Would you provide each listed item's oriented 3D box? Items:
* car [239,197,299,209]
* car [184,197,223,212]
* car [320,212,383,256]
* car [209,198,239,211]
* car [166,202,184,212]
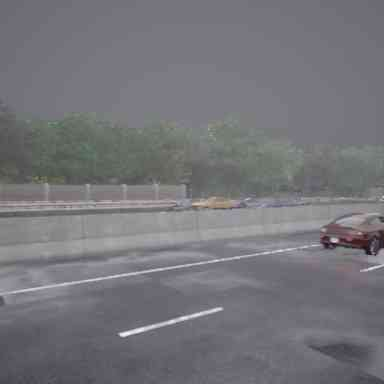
[{"bbox_3d":[6.150,1.075,25.439,4.553,1.767,2.097,0,0,-35],"label":"car"},{"bbox_3d":[2.064,1.199,31.123,5.008,1.535,1.882,0,0,-35],"label":"car"},{"bbox_3d":[6.912,1.529,13.089,4.674,1.442,1.812,0,0,-35],"label":"car"},{"bbox_3d":[4.070,1.404,28.254,4.718,1.301,1.895,0,0,-35],"label":"car"},{"bbox_3d":[0.031,1.582,33.971,5.357,1.411,2.033,0,0,-35],"label":"car"}]
